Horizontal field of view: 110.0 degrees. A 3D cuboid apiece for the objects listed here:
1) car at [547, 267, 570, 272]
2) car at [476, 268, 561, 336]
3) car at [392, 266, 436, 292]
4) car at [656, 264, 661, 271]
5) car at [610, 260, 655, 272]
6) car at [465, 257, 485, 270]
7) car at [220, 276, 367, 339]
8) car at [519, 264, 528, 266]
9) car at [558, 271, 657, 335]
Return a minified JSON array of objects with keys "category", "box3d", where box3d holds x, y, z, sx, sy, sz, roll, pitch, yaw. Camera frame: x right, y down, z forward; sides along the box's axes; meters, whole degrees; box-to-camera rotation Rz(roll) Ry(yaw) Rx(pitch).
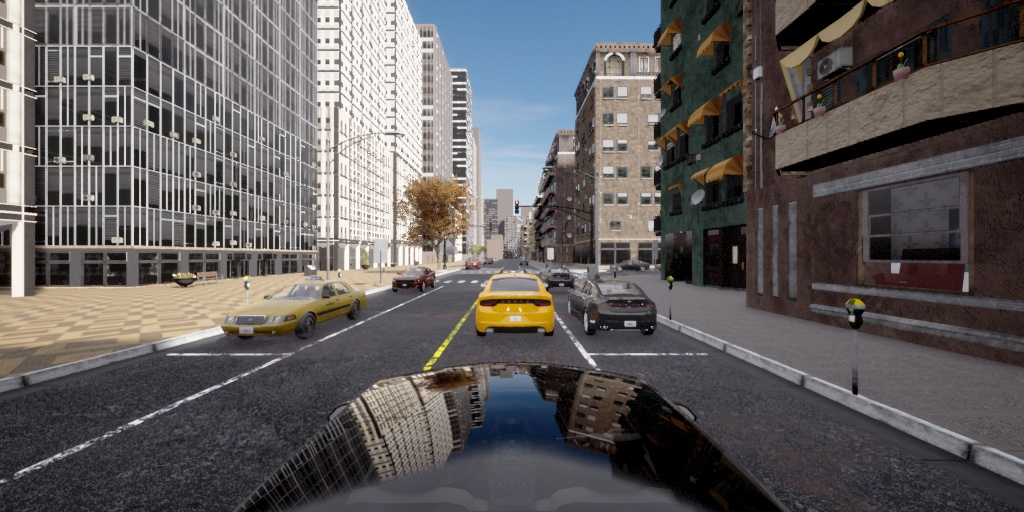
[{"category":"car","box3d":[2.650,1.305,21.357,2.007,1.370,4.403,0,0,0]},{"category":"car","box3d":[0.072,1.228,10.385,1.882,1.535,5.008,0,0,0]},{"category":"car","box3d":[-5.730,1.299,21.341,1.888,1.381,4.507,0,0,0]},{"category":"car","box3d":[18.755,1.006,40.859,4.829,1.417,1.751,0,0,-1]},{"category":"car","box3d":[13.358,1.109,40.794,4.403,1.370,2.007,0,0,-1]},{"category":"car","box3d":[-5.793,1.099,53.728,2.192,1.841,5.009,0,0,0]},{"category":"car","box3d":[-5.708,1.276,10.105,1.751,1.417,4.829,0,0,0]},{"category":"car","box3d":[0.063,1.355,20.664,1.895,1.301,4.718,0,0,0]},{"category":"car","box3d":[2.672,1.301,10.291,2.007,1.370,4.403,0,0,0]}]
